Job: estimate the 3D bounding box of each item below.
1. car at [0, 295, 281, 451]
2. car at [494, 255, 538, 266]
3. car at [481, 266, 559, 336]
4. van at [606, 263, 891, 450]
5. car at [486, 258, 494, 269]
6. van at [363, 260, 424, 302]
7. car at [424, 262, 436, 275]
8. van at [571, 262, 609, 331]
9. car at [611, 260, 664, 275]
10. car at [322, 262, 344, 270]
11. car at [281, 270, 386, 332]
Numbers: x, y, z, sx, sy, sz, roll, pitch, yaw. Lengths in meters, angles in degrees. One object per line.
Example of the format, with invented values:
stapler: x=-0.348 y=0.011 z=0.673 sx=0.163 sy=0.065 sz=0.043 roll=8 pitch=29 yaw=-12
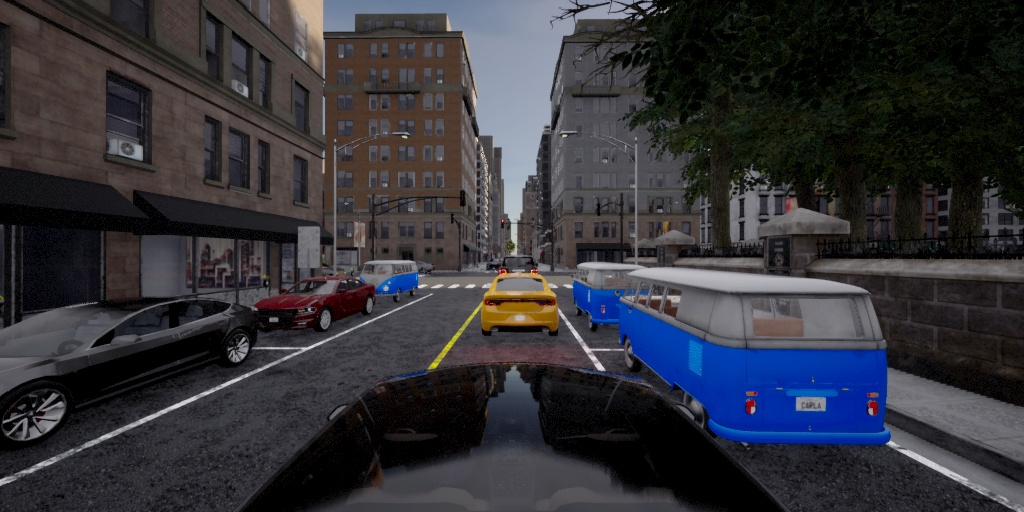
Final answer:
car: x=-5.807 y=1.315 z=5.225 sx=1.948 sy=1.339 sz=4.313 roll=0 pitch=0 yaw=1
car: x=0.332 y=0.965 z=20.426 sx=2.150 sy=2.045 sz=5.566 roll=0 pitch=0 yaw=0
car: x=0.226 y=1.226 z=10.470 sx=1.882 sy=1.535 sz=5.008 roll=0 pitch=0 yaw=1
van: x=2.716 y=1.091 z=5.066 sx=1.690 sy=1.789 sz=3.998 roll=0 pitch=0 yaw=1
car: x=-2.301 y=1.085 z=49.676 sx=2.097 sy=1.767 sz=4.553 roll=0 pitch=0 yaw=2
van: x=-5.580 y=1.087 z=16.543 sx=1.690 sy=1.789 sz=3.998 roll=0 pitch=0 yaw=1
car: x=-10.641 y=1.257 z=38.591 sx=4.902 sy=1.511 sz=2.128 roll=0 pitch=0 yaw=0
van: x=2.830 y=1.089 z=10.723 sx=1.690 sy=1.789 sz=3.998 roll=0 pitch=0 yaw=1
car: x=13.366 y=1.233 z=38.430 sx=4.902 sy=1.511 sz=2.128 roll=0 pitch=0 yaw=1
car: x=-16.200 y=1.279 z=28.671 sx=5.357 sy=1.411 sz=2.033 roll=0 pitch=0 yaw=1
car: x=-5.694 y=1.294 z=10.884 sx=1.888 sy=1.381 sz=4.507 roll=0 pitch=0 yaw=1
